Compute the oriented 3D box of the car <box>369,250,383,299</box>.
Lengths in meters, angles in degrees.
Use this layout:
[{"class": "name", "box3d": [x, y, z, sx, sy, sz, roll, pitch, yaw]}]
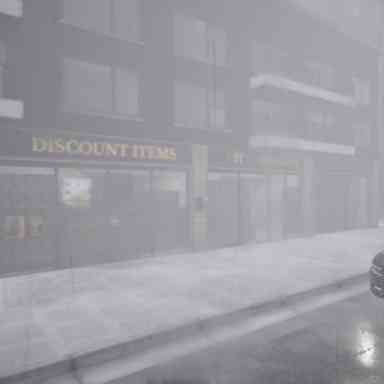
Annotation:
[{"class": "car", "box3d": [5.779, 1.427, 7.192, 5.008, 1.535, 1.882, 0, 0, -35]}]
